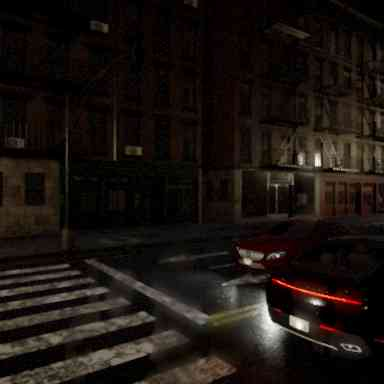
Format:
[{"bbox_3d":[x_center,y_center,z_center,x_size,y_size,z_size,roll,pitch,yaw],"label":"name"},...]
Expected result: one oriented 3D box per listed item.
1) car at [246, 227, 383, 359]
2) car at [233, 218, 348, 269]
[{"bbox_3d":[3.404,1.516,5.777,4.892,1.490,1.837,1,0,-35],"label":"car"},{"bbox_3d":[3.365,1.544,9.934,4.674,1.442,1.812,0,0,-34],"label":"car"}]
